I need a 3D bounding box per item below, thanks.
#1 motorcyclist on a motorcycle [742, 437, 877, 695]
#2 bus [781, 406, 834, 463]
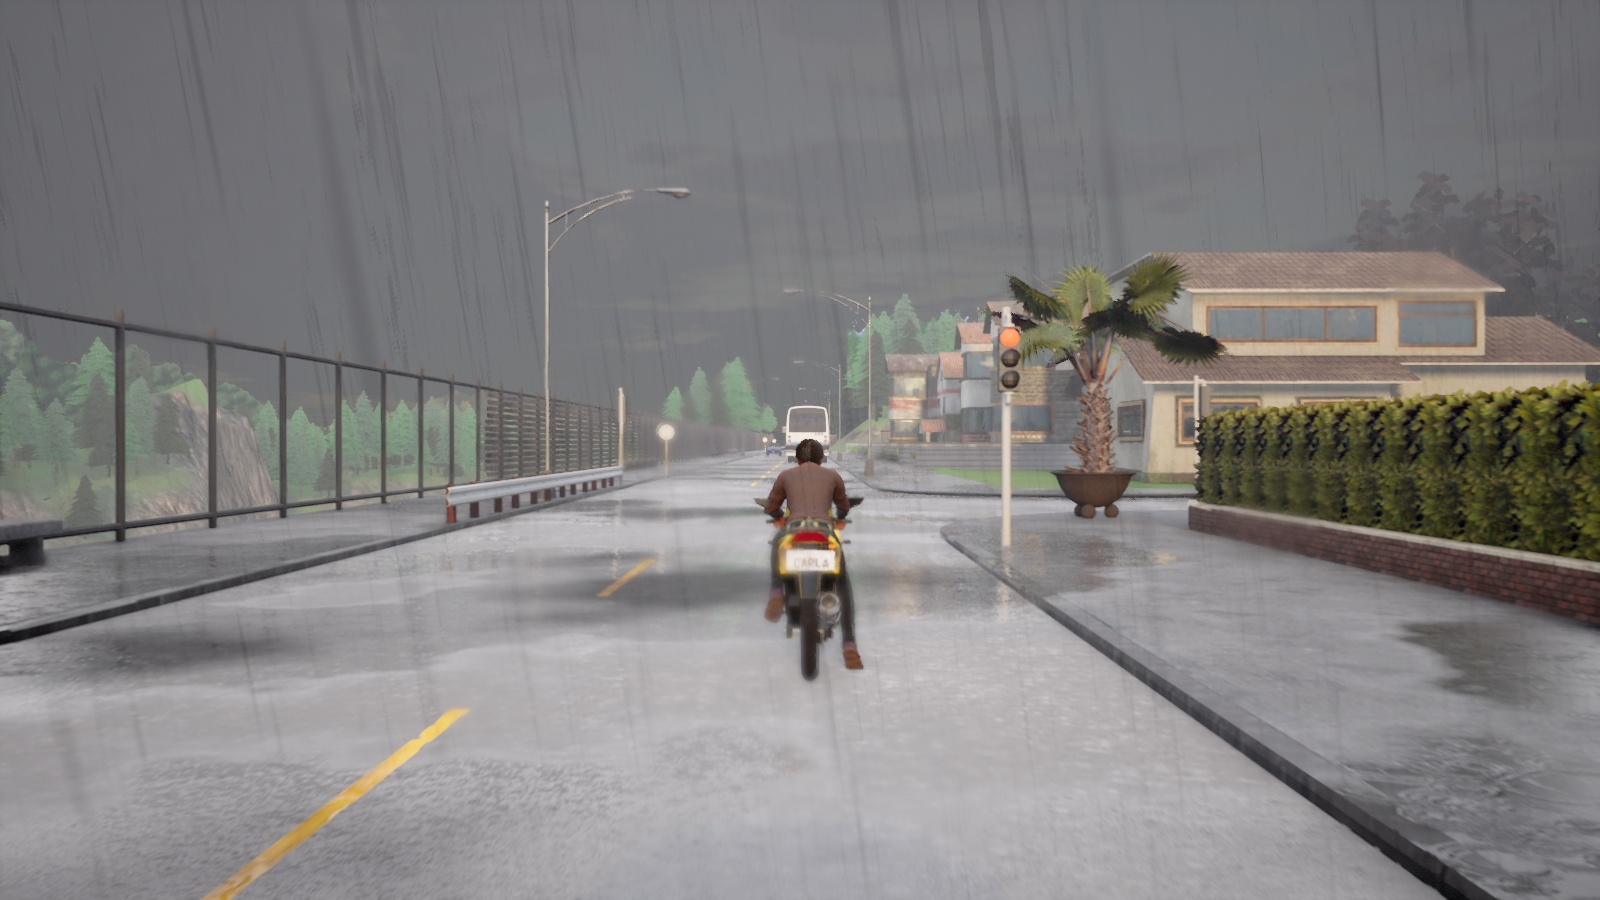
[{"bbox_3d":[0.064,0.681,8.443,0.797,1.523,2.044,0,0,0],"label":"motorcyclist on a motorcycle"},{"bbox_3d":[0.585,-1.189,98.554,3.944,4.253,10.273,0,0,0],"label":"bus"}]
